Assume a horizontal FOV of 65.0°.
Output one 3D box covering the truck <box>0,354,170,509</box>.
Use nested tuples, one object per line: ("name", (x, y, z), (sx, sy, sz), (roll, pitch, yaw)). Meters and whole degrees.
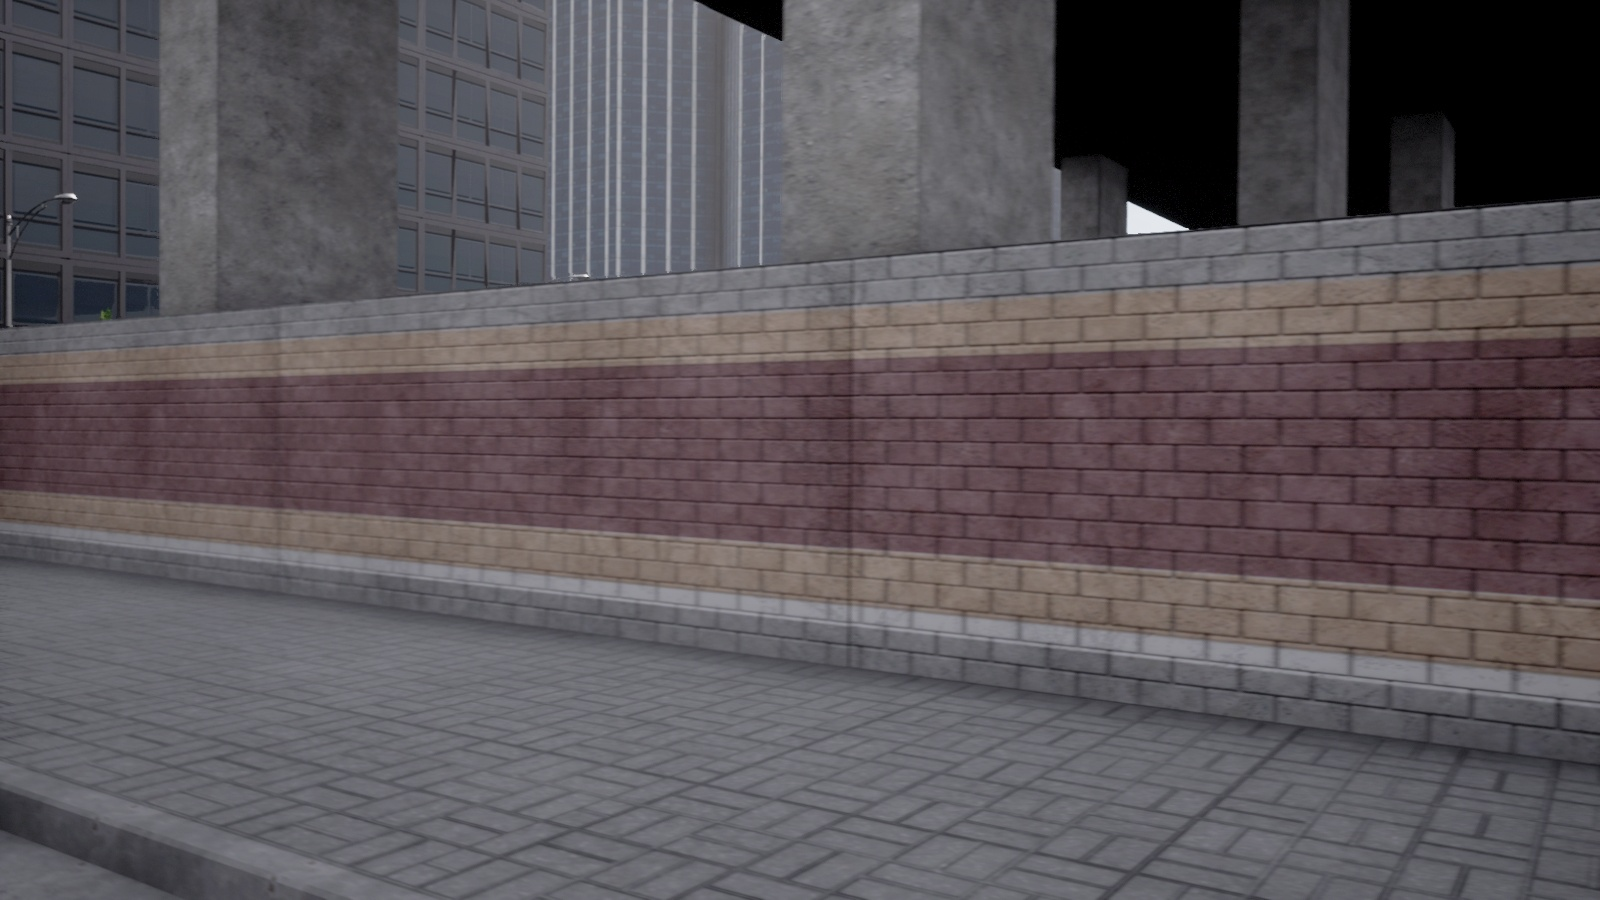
("truck", (-19.158, -0.415, 28.853), (2.891, 3.462, 7.936), (0, 1, 34))
